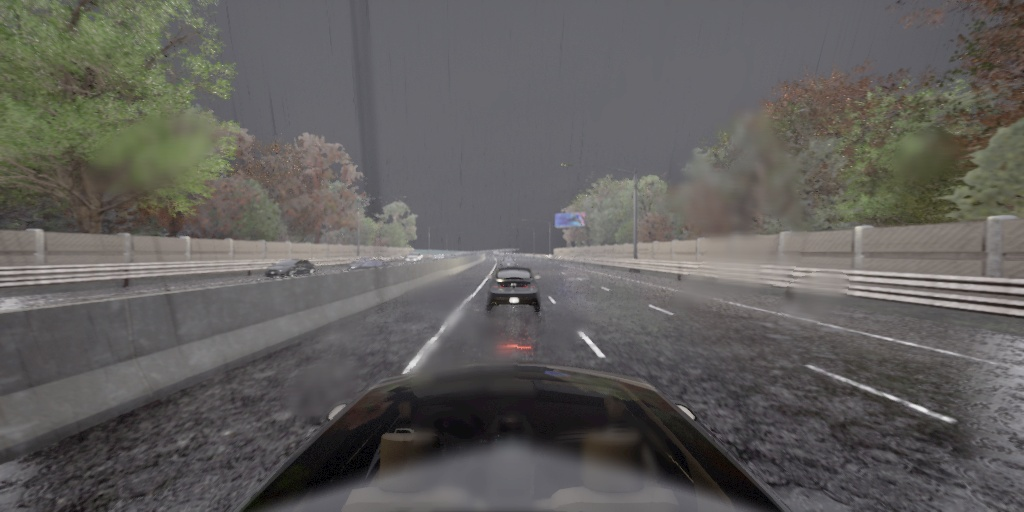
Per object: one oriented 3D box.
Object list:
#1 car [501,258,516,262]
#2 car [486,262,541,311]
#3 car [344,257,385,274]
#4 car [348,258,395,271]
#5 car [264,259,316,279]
[{"bbox_3d":[-0.427,0.891,44.277,1.994,1.385,4.181,0,1,-1],"label":"car"},{"bbox_3d":[0.051,1.136,13.756,1.837,1.490,4.892,0,1,0],"label":"car"},{"bbox_3d":[-14.413,0.915,35.389,2.128,1.511,4.902,0,1,-1],"label":"car"},{"bbox_3d":[-10.795,1.039,28.453,2.033,1.411,5.357,0,1,-1],"label":"car"},{"bbox_3d":[-17.808,0.996,29.041,1.837,1.490,4.892,0,0,-1],"label":"car"}]
